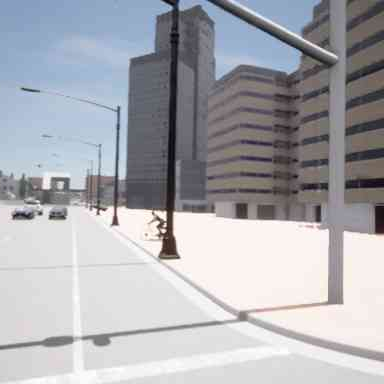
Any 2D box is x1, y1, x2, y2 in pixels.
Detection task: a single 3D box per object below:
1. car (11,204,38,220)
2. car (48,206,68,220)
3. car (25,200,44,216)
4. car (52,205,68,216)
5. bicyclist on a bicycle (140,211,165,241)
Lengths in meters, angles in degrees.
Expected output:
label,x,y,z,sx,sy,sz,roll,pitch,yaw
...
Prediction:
label,x,y,z,sx,sy,sz,roll,pitch,yaw
car,-18.770,2.369,37.117,1.895,1.301,4.718,2,-2,-19
car,-15.588,2.442,38.614,2.033,1.411,5.357,2,-2,-19
car,-22.283,2.220,46.799,2.150,2.045,5.566,2,-2,-20
car,-19.194,2.677,48.517,2.033,1.411,5.357,2,-2,-20
bicyclist on a bicycle,-1.999,1.855,18.077,1.656,1.620,0.582,2,-2,-20
